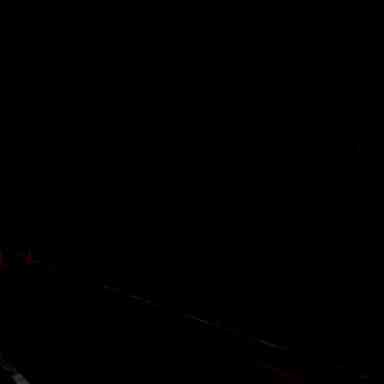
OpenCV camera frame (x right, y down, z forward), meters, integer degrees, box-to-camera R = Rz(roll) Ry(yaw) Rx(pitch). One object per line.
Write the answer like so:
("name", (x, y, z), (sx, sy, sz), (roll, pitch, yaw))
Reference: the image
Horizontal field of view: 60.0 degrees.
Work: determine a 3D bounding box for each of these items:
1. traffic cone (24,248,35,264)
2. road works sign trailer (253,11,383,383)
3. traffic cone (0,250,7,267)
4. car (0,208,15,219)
("traffic cone", (-6.395, 2.515, 13.081), (0.340, 0.580, 0.340), (-2, -4, 45))
("road works sign trailer", (1.783, 0.682, 2.919), (2.880, 3.560, 2.380), (-2, -4, 45))
("traffic cone", (-7.101, 2.460, 12.375), (0.340, 0.580, 0.340), (-2, -4, 45))
("car", (-27.834, 3.160, 48.202), (1.837, 1.490, 4.892), (0, -2, 7))
